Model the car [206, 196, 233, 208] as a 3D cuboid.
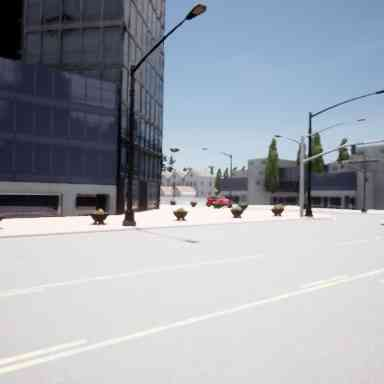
[{"bbox_3d":[4.572,1.669,56.128,2.150,2.045,5.566,2,-1,-35],"label":"car"}]
